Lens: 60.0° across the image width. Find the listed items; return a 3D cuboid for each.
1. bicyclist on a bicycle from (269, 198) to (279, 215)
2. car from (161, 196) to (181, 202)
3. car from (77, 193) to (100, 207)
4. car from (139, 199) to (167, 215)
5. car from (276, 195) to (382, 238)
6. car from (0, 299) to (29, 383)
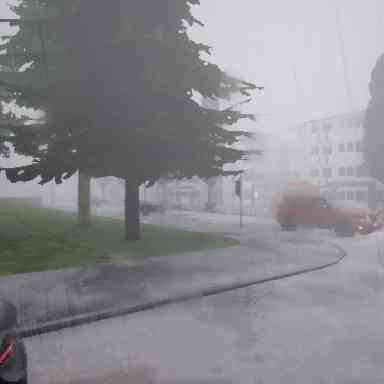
[{"bbox_3d":[7.855,1.349,31.665,1.656,1.620,0.582,0,0,-36],"label":"bicyclist on a bicycle"},{"bbox_3d":[-5.219,1.673,83.170,4.974,1.542,2.038,0,0,-6],"label":"car"},{"bbox_3d":[-15.837,1.244,50.587,2.150,2.045,5.566,0,0,-35],"label":"car"},{"bbox_3d":[-4.513,1.601,34.534,1.895,1.301,4.718,0,0,-35],"label":"car"},{"bbox_3d":[7.176,1.221,18.178,2.150,2.045,5.566,0,0,-36],"label":"car"},{"bbox_3d":[-3.677,1.505,1.922,4.892,1.490,1.837,0,0,-35],"label":"car"}]
